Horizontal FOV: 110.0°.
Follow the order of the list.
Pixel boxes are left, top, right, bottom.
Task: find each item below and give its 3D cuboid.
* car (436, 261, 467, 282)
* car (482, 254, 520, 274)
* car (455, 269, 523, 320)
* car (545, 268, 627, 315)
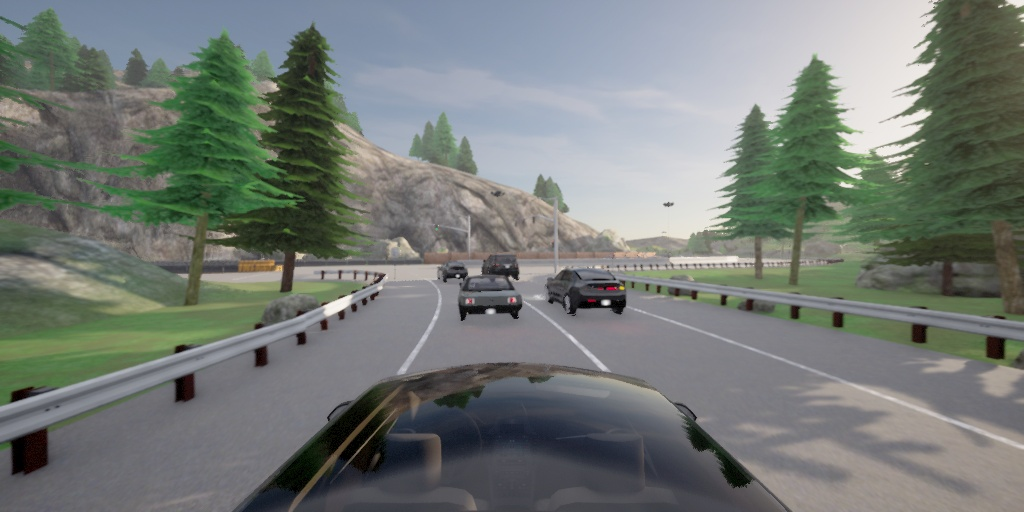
[{"bbox_3d":[-4.588,1.156,27.500,1.837,1.490,4.892,0,0,-19],"label":"car"},{"bbox_3d":[-0.955,0.852,28.641,2.150,2.045,5.566,-1,1,-14],"label":"car"},{"bbox_3d":[-0.899,1.304,12.508,1.895,1.301,4.718,0,0,-8],"label":"car"},{"bbox_3d":[2.518,1.186,13.239,1.837,1.490,4.892,0,0,-8],"label":"car"}]
